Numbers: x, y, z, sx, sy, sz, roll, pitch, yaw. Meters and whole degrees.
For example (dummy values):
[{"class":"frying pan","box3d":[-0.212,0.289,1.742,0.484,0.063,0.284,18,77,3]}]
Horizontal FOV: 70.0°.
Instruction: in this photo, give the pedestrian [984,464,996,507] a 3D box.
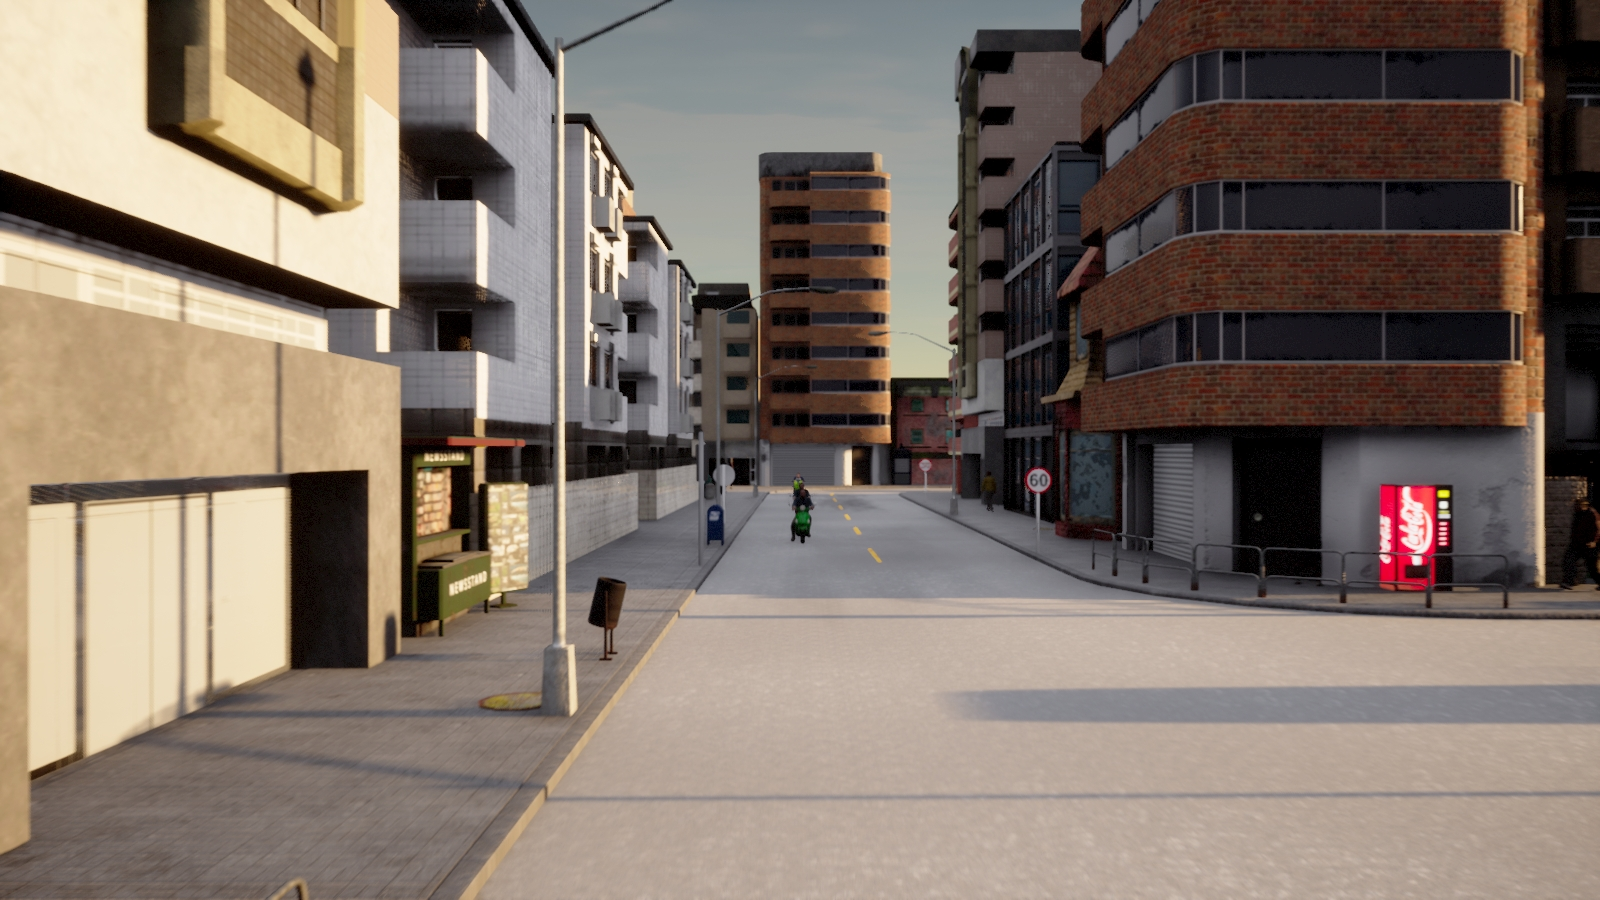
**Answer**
[{"class":"pedestrian","box3d":[8.202,1.523,49.325,0.375,1.860,0.375,0,0,-8]}]

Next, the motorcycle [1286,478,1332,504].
[{"class":"motorcycle","box3d":[24.403,1.962,54.793,1.805,1.236,0.856,0,0,2]}]

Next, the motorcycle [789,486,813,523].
[{"class":"motorcycle","box3d":[0.041,1.962,41.445,0.856,1.236,1.805,0,0,0]}]

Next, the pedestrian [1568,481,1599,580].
[{"class":"pedestrian","box3d":[14.906,1.516,21.708,0.375,1.860,0.375,0,0,-8]}]

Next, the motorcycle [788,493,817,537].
[{"class":"motorcycle","box3d":[0.070,1.962,34.735,0.856,1.236,1.805,0,0,0]}]
